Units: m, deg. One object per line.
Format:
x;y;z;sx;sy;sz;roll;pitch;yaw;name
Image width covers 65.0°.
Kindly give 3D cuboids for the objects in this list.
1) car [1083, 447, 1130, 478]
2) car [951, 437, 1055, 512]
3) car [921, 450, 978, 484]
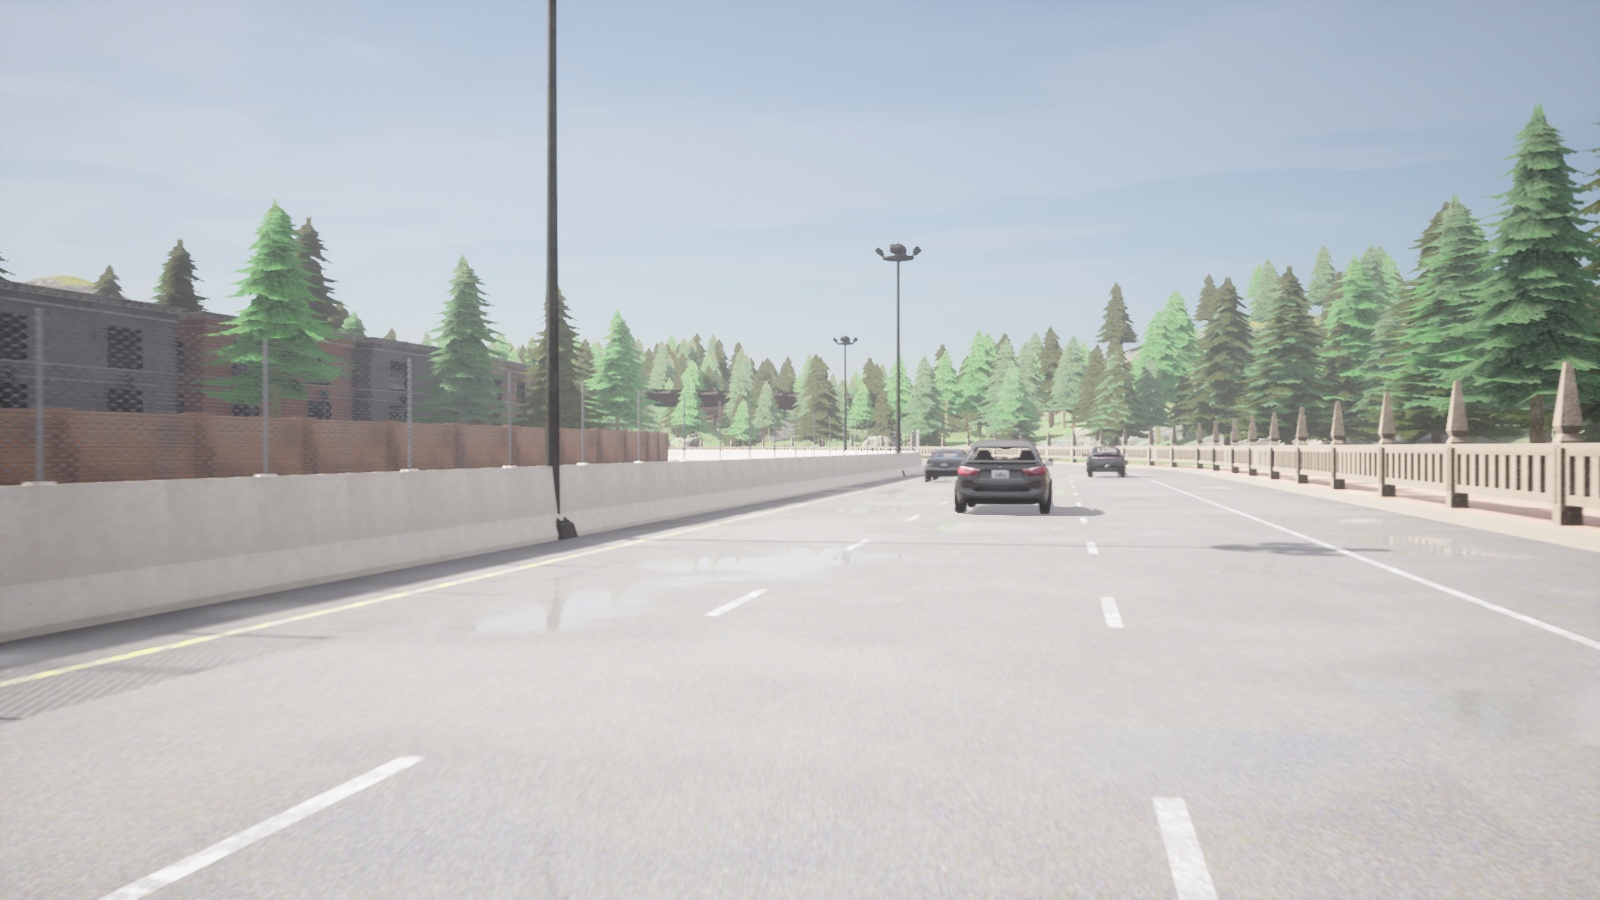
15.518;0.588;63.722;2.128;1.511;4.902;0;0;12;car
4.960;0.535;30.151;2.242;1.667;4.611;0;0;12;car
6.616;0.689;55.295;2.033;1.411;5.357;0;0;12;car
